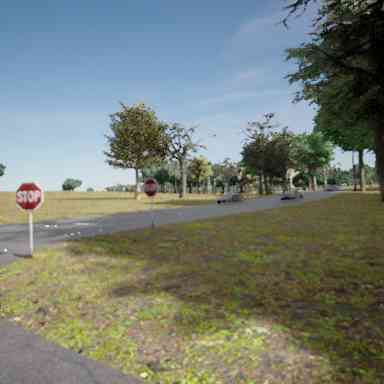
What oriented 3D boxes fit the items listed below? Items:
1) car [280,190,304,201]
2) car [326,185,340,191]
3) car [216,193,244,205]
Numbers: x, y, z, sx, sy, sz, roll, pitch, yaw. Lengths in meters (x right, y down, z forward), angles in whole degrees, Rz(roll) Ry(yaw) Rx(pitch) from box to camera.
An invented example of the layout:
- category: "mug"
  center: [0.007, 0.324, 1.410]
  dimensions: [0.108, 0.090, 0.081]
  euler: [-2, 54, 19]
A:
- category: "car"
  center: [13.782, 0.464, 45.626]
  dimensions: [2.033, 1.411, 5.357]
  euler: [-3, 0, 34]
- category: "car"
  center: [36.531, -0.971, 85.167]
  dimensions: [1.994, 1.385, 4.181]
  euler: [-3, 0, 35]
- category: "car"
  center: [5.290, 0.922, 45.577]
  dimensions: [2.033, 1.411, 5.357]
  euler: [-3, 0, 34]
